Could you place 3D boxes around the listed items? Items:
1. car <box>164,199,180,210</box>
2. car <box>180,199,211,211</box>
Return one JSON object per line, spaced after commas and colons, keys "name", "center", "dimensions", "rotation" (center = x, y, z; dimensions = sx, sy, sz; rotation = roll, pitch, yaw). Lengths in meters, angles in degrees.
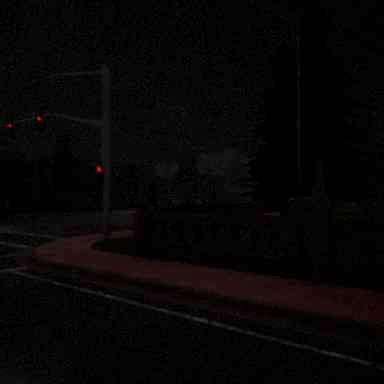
{"name": "car", "center": [-1.763, 1.732, 44.927], "dimensions": [1.882, 1.535, 5.008], "rotation": [-1, -1, 36]}
{"name": "car", "center": [1.087, 1.699, 42.896], "dimensions": [1.882, 1.535, 5.008], "rotation": [-1, -1, 36]}
